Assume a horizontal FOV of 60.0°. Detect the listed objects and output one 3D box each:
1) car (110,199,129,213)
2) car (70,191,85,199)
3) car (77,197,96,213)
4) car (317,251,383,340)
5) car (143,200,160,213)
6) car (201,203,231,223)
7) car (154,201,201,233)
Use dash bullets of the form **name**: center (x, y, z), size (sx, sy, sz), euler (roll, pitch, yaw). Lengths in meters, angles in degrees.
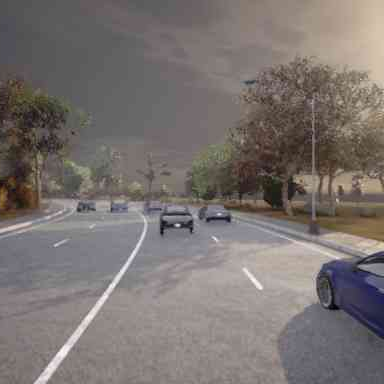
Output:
- **car**: center (-8.247, 1.532, 37.670), size (1.812, 1.442, 4.674), euler (0, 0, -16)
- **car**: center (-25.655, 0.838, 74.342), size (2.150, 2.045, 5.566), euler (0, 0, -36)
- **car**: center (-11.870, 1.568, 37.606), size (1.994, 1.385, 4.181), euler (0, 0, -16)
- **car**: center (3.474, 1.522, 4.833), size (1.812, 1.442, 4.674), euler (0, 0, -1)
- **car**: center (-4.417, 1.556, 37.852), size (2.033, 1.411, 5.357), euler (0, 0, -15)
- **car**: center (1.645, 1.568, 25.813), size (1.994, 1.385, 4.181), euler (0, 0, -9)
- **car**: center (-1.015, 1.495, 19.531), size (2.128, 1.511, 4.902), euler (0, 0, -6)
